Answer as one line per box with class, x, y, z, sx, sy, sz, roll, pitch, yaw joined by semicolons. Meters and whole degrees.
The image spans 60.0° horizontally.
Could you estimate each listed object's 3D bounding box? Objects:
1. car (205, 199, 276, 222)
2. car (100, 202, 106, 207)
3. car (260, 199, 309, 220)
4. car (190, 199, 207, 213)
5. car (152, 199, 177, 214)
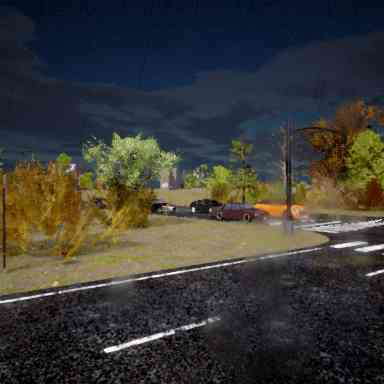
car;3.749;1.559;26.709;2.033;1.411;5.357;0;0;-38
car;-13.226;1.490;48.363;1.837;1.490;4.892;0;0;-38
car;7.303;1.345;27.445;2.097;1.767;4.553;0;0;-38
car;1.715;1.488;34.554;1.837;1.490;4.892;0;0;-38
car;-3.587;1.492;36.040;2.128;1.511;4.902;0;0;-38
